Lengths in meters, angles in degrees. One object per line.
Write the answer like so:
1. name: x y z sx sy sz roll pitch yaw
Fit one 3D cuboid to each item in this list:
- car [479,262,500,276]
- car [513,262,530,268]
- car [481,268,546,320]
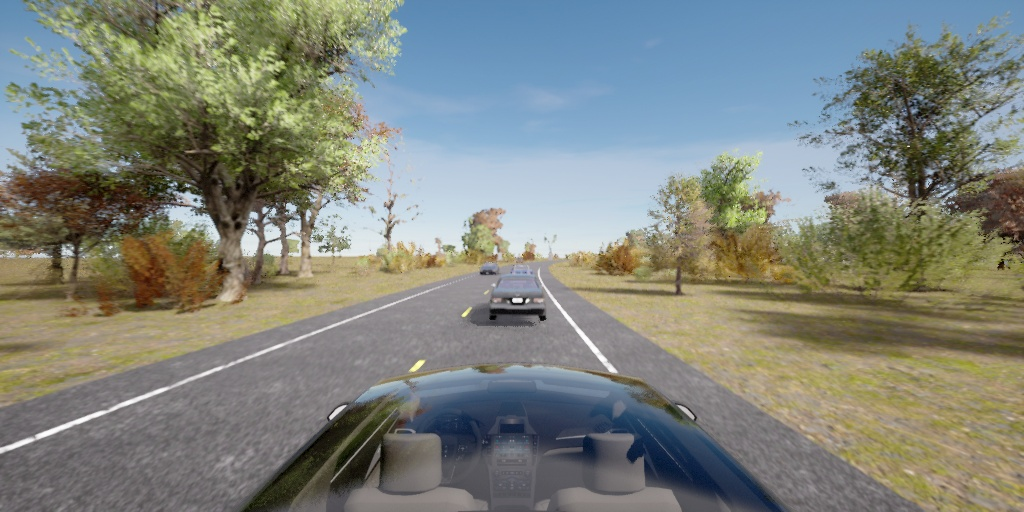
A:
1. car: -2.382 1.419 39.781 2.033 1.411 5.357 0 0 4
2. car: 0.860 1.448 31.458 1.895 1.301 4.718 0 0 3
3. car: 0.215 1.336 12.878 2.033 1.411 5.357 0 0 1
